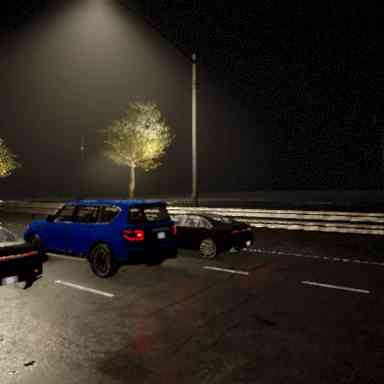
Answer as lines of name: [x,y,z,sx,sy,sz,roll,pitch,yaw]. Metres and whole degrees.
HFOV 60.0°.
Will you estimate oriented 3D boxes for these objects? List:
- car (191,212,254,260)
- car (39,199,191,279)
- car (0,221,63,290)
car: [-0.069,1.516,12.635,4.902,1.511,2.128,0,0,35]
car: [-2.999,1.250,10.426,5.566,2.045,2.150,0,0,35]
car: [-5.525,1.521,7.928,4.902,1.511,2.128,0,0,35]
